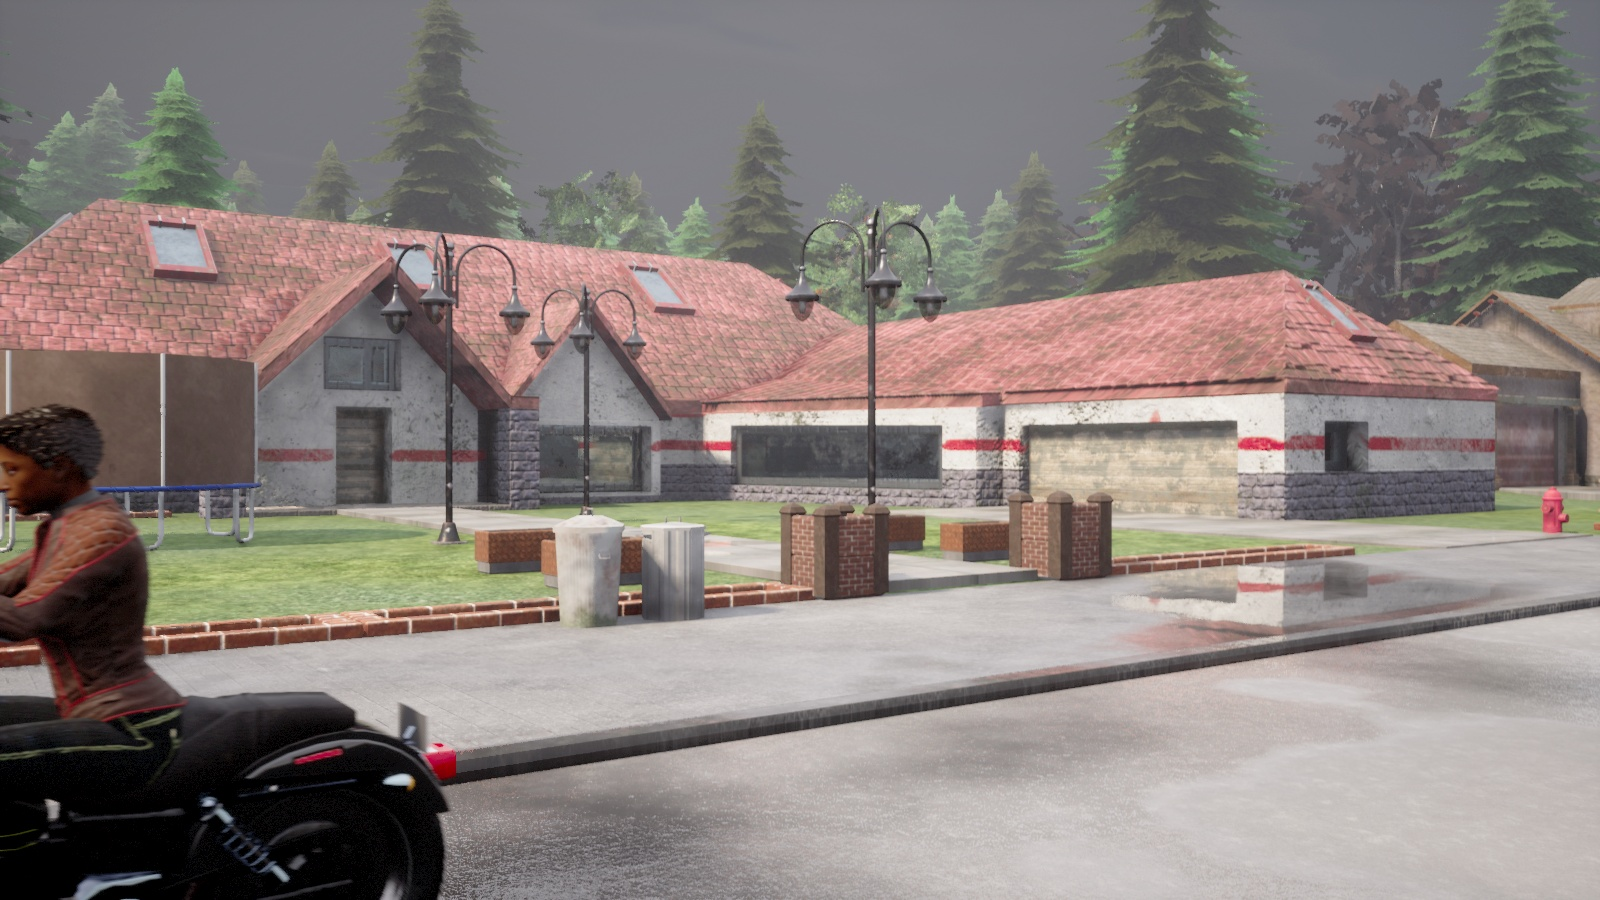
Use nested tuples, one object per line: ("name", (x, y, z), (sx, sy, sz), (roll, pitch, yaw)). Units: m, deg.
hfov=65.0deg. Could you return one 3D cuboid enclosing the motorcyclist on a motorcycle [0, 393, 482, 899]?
("motorcyclist on a motorcycle", (-2.003, 0.707, 2.874), (2.350, 1.649, 0.766), (0, 0, -35))
